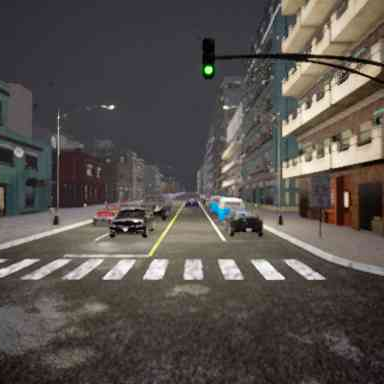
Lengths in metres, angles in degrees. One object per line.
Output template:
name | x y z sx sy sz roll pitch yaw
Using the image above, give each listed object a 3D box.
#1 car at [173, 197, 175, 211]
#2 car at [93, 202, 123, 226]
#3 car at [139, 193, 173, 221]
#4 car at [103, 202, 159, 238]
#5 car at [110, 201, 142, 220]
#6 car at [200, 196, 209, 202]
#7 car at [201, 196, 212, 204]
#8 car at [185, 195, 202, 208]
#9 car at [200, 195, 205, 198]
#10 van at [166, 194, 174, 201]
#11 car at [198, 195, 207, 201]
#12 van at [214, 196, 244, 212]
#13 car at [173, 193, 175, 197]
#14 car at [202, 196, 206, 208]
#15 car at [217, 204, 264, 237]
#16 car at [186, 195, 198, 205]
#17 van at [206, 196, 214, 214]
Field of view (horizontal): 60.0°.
car | -3.088 1.605 38.222 1.895 1.301 4.718 0 0 0
car | -5.681 1.587 23.492 1.802 1.307 4.206 1 0 0
car | -3.090 1.226 27.934 2.150 2.045 5.566 0 0 0
car | -3.095 1.509 17.856 1.837 1.490 4.892 0 0 0
car | -5.680 1.550 29.073 1.887 1.381 4.507 1 0 0
car | 2.699 1.524 73.756 1.887 1.381 4.507 1 0 0
car | 2.699 1.556 62.594 1.947 1.339 4.313 1 0 0
car | -0.003 1.564 47.814 1.994 1.385 4.181 0 0 0
car | 2.699 1.561 57.013 1.947 1.339 4.313 1 0 0
van | -5.678 1.309 84.875 1.690 1.788 3.998 1 0 0
car | 2.698 1.518 84.917 2.008 1.369 4.403 1 0 0
van | 2.703 1.346 23.528 1.690 1.788 3.998 1 0 0
car | -5.682 1.540 79.294 1.947 1.339 4.313 1 0 0
car | 2.700 1.526 46.021 1.752 1.417 4.829 1 0 0
car | 2.700 1.555 17.948 2.008 1.369 4.403 1 0 0
car | -0.005 1.346 57.826 2.097 1.767 4.553 0 0 0
van | 2.703 1.345 34.690 1.690 1.788 3.998 1 0 0
